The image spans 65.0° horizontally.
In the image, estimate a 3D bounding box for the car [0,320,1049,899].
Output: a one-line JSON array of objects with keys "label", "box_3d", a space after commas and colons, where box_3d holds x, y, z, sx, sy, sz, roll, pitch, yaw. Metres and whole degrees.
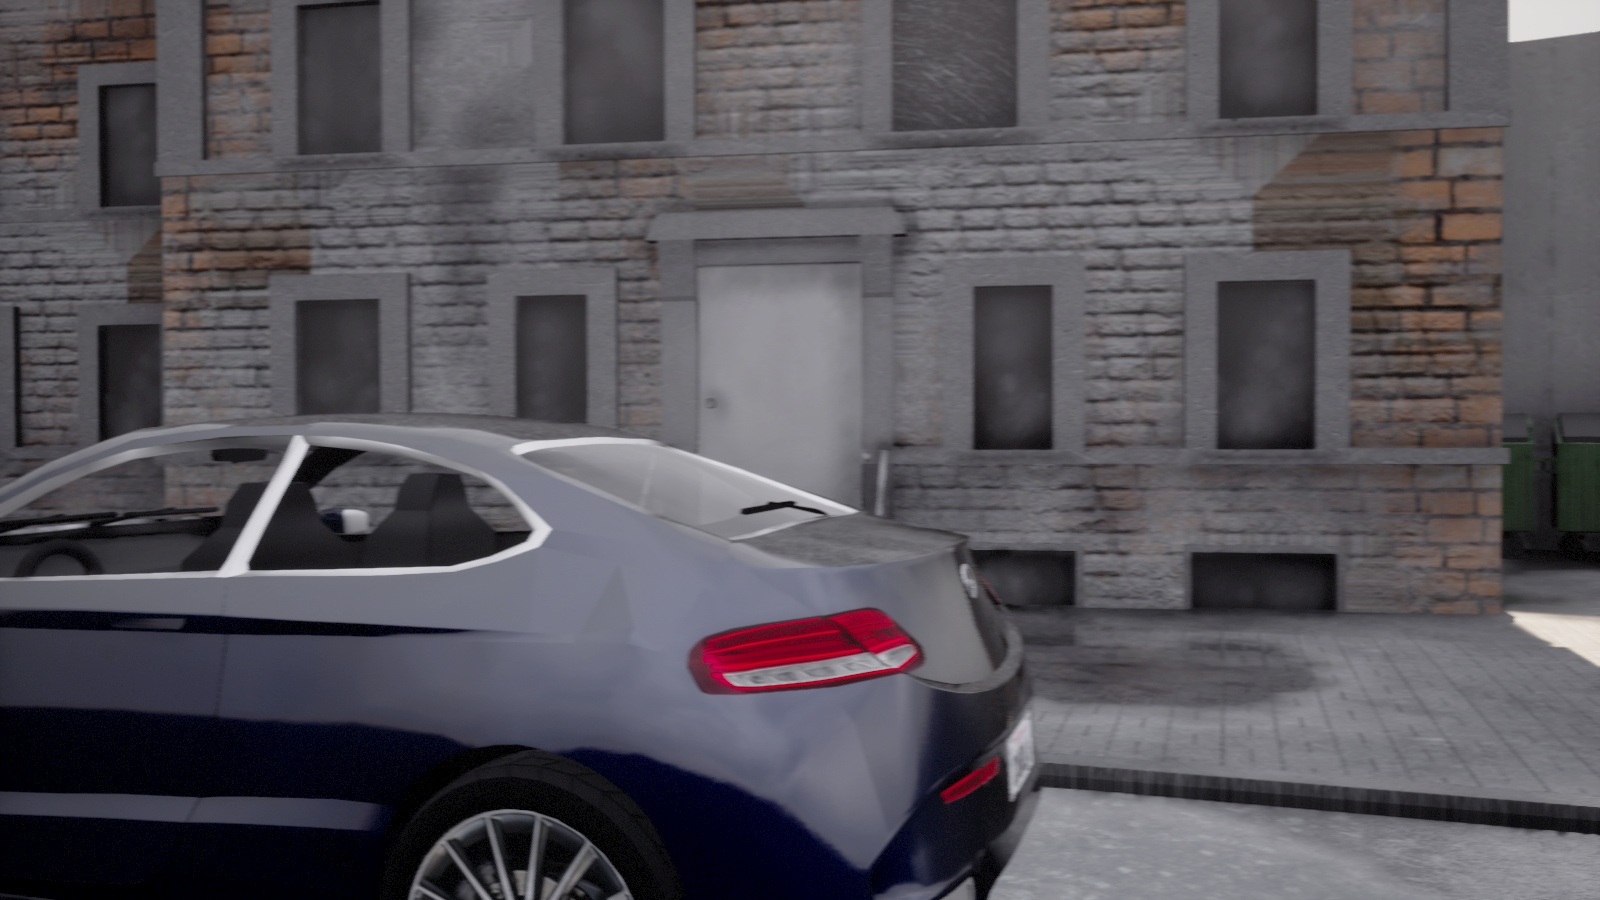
[{"label": "car", "box_3d": [-1.827, 0.529, 4.332, 5.027, 1.651, 2.152, 1, 1, 19]}]
